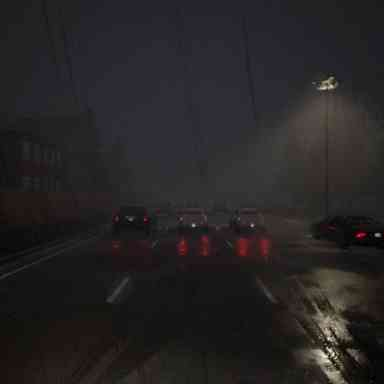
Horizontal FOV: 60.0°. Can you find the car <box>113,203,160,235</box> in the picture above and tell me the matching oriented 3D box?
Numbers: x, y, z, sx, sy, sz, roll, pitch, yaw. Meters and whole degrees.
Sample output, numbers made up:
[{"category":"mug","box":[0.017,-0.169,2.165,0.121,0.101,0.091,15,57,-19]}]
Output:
[{"category":"car","box":[-3.394,1.584,20.553,2.097,1.767,4.553,0,-1,0]}]

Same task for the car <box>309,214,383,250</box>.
[{"category":"car","box":[7.103,1.720,15.227,2.033,1.411,5.357,0,-1,0]}]

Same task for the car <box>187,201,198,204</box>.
[{"category":"car","box":[0.062,1.999,44.851,2.128,1.511,4.902,0,-1,1]}]

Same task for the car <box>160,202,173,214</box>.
[{"category":"car","box":[-3.470,2.020,41.821,2.033,1.411,5.357,0,-1,0]}]

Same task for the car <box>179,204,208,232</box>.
[{"category":"car","box":[0.094,1.775,22.066,1.812,1.442,4.674,0,0,0]}]

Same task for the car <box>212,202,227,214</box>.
[{"category":"car","box":[3.536,2.026,42.361,2.033,1.411,5.357,0,-1,1]}]

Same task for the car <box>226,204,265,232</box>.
[{"category":"car","box":[3.594,1.775,22.051,1.812,1.442,4.674,0,0,0]}]
